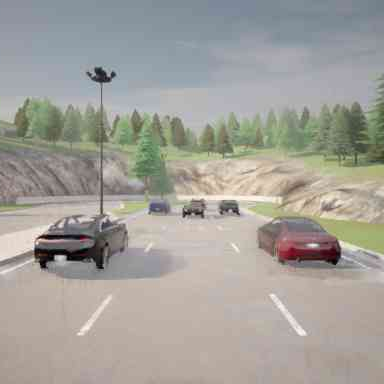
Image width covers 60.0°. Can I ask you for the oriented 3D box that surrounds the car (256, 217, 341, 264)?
[{"bbox_3d":[3.600,1.564,11.900,1.994,1.385,4.181,0,0,0],"label":"car"}]

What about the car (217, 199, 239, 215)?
[{"bbox_3d":[3.683,1.503,33.684,1.837,1.490,4.892,0,0,2],"label":"car"}]

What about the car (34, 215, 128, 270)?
[{"bbox_3d":[-3.400,1.491,11.027,2.128,1.511,4.902,0,0,0],"label":"car"}]

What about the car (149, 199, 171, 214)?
[{"bbox_3d":[-3.279,1.478,34.813,1.882,1.535,5.008,0,0,2],"label":"car"}]

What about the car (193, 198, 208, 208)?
[{"bbox_3d":[0.865,1.491,42.124,2.128,1.511,4.902,0,0,8],"label":"car"}]

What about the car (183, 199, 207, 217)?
[{"bbox_3d":[0.134,1.601,31.054,1.895,1.301,4.718,0,0,1],"label":"car"}]
